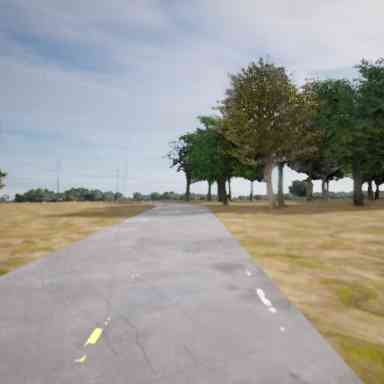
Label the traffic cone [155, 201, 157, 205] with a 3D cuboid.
[{"bbox_3d":[-6.021,1.827,56.292,0.340,0.580,0.340,1,0,-16],"label":"traffic cone"}]

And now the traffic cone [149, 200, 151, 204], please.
[{"bbox_3d":[-7.588,1.828,60.745,0.340,0.580,0.340,1,0,-22],"label":"traffic cone"}]
